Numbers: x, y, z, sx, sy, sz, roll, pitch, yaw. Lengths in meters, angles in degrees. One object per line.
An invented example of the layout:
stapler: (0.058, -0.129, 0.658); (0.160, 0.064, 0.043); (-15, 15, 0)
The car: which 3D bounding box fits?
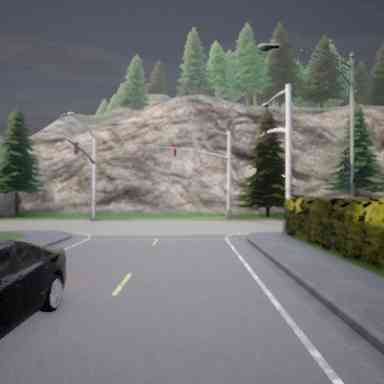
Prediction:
car: (-3.580, 1.525, 5.047); (1.882, 1.535, 5.008); (0, -1, 0)
